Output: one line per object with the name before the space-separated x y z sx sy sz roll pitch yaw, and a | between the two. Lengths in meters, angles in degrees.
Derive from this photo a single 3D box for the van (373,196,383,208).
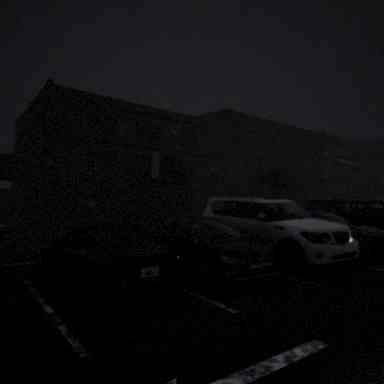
van | 7.142 1.212 14.264 1.878 1.987 4.442 0 0 -35

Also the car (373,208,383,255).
car | 4.782 1.444 12.748 2.097 1.535 5.008 0 0 -35

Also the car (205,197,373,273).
car | 2.511 1.199 11.103 2.435 2.045 5.566 0 0 -35

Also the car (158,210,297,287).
car | 0.199 1.457 9.511 2.231 1.521 4.892 0 0 -35

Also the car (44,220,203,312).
car | -2.101 1.494 7.918 2.163 1.488 4.792 0 0 -35
